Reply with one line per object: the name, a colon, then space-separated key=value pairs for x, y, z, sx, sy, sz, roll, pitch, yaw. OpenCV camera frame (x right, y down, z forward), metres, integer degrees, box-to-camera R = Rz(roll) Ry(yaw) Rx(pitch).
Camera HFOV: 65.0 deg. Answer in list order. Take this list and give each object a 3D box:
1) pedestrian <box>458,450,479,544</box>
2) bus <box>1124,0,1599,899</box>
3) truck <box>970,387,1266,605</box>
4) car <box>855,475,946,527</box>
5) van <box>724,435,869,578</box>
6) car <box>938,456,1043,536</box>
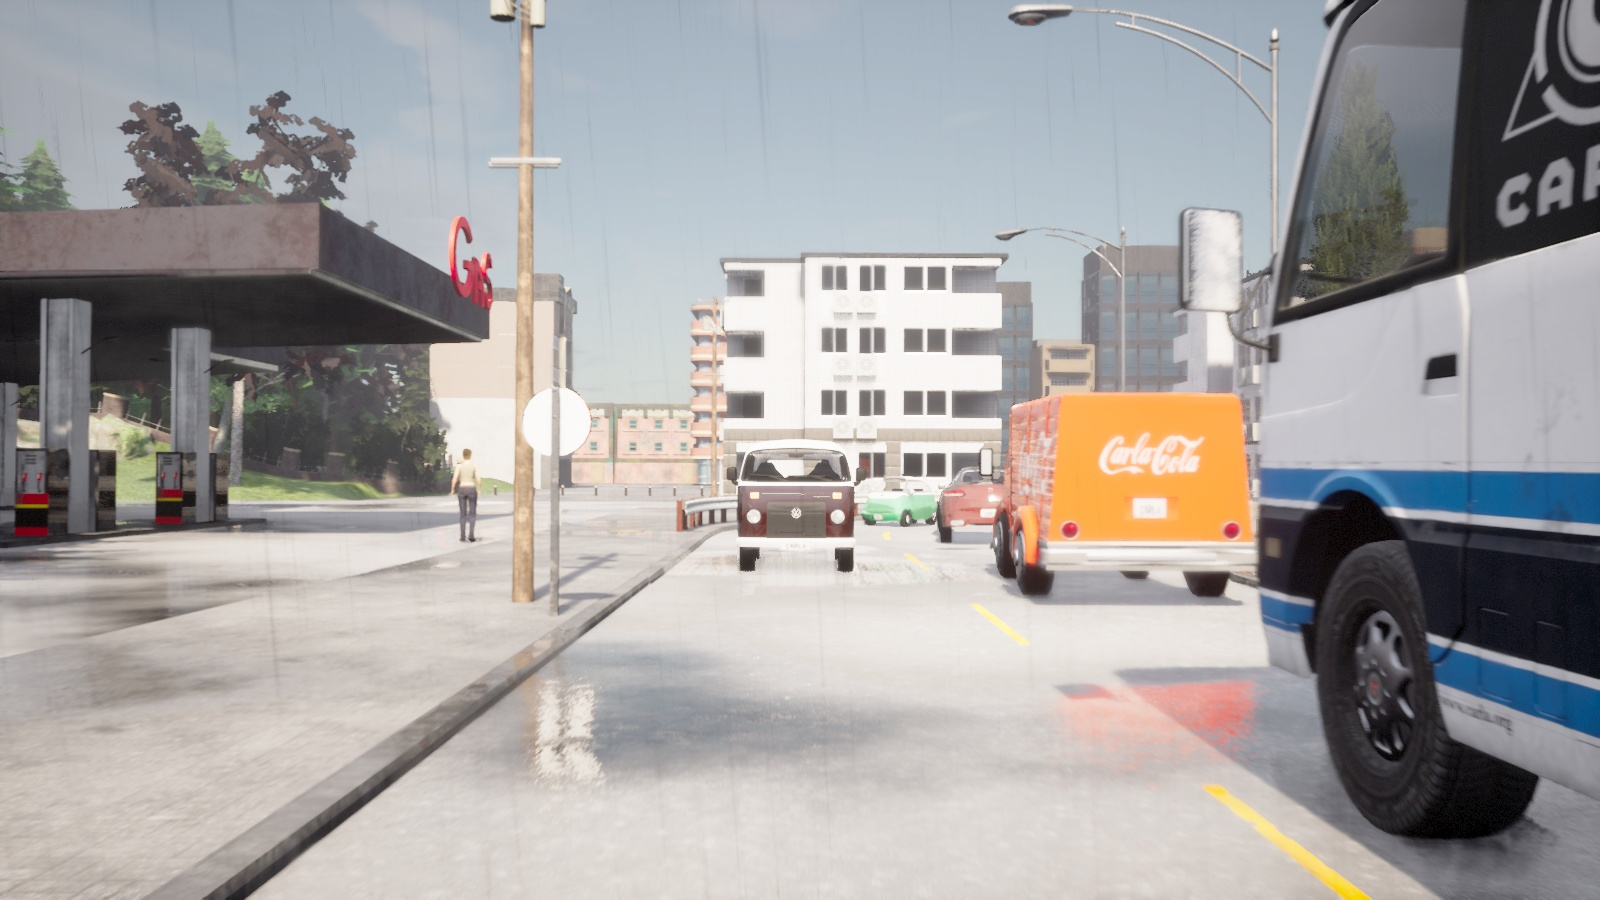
pedestrian: x=-6.522 y=0.923 z=24.734 sx=0.345 sy=1.836 sz=0.594 roll=0 pitch=-1 yaw=-9
bus: x=3.988 y=-0.542 z=2.589 sx=3.944 sy=4.253 sz=10.273 roll=0 pitch=-1 yaw=0
truck: x=3.957 y=0.561 z=16.855 sx=2.627 sy=2.467 sz=5.204 roll=0 pitch=-1 yaw=0
car: x=2.794 y=1.377 z=34.677 sx=1.481 sy=1.376 sz=2.207 roll=-2 pitch=-2 yaw=41
van: x=-0.049 y=0.838 z=20.168 sx=2.069 sy=2.038 sz=4.480 roll=0 pitch=-1 yaw=0
car: x=4.231 y=1.002 z=28.557 sx=2.152 sy=1.651 sz=5.027 roll=0 pitch=-1 yaw=6
